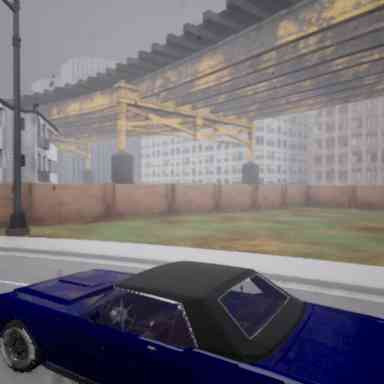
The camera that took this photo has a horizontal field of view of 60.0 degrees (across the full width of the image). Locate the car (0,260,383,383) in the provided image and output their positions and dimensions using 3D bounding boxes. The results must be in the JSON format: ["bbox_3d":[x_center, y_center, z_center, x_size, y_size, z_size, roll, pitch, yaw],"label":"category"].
[{"bbox_3d":[-0.344,1.551,3.993,4.718,1.301,1.895,0,1,31],"label":"car"}]
